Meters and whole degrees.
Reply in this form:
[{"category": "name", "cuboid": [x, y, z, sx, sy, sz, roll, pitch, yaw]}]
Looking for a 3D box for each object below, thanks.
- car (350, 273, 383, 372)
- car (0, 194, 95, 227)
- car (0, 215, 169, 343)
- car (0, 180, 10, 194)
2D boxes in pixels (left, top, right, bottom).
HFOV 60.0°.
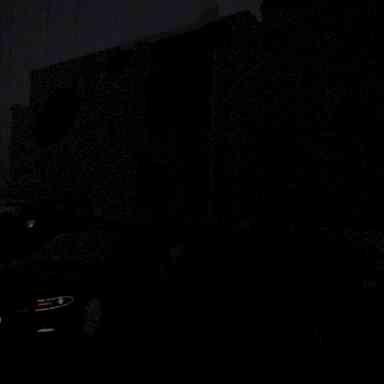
[{"category": "car", "cuboid": [2.964, 1.485, 3.304, 2.097, 1.535, 5.008, 0, 0, 15]}, {"category": "car", "cuboid": [-4.462, 1.172, 8.465, 2.435, 2.045, 5.566, 1, 0, 14]}, {"category": "car", "cuboid": [-1.970, 1.444, 6.782, 2.097, 1.535, 5.008, 1, 0, 14]}, {"category": "car", "cuboid": [-26.680, -0.689, 45.047, 5.566, 2.045, 2.435, 1, 6, 7]}]
